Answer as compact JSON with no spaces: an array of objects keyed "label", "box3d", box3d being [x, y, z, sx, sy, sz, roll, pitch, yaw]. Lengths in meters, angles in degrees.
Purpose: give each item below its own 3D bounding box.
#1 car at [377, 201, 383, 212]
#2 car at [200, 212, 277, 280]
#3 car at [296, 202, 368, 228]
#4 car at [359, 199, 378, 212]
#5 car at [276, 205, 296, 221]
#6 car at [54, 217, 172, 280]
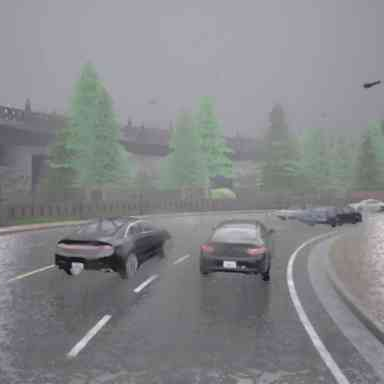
[{"label":"car","box3d":[22.873,1.667,35.455,4.718,1.301,1.895,0,0,-6]},{"label":"car","box3d":[1.500,1.545,10.075,1.812,1.442,4.674,0,0,15]},{"label":"car","box3d":[9.522,1.590,22.432,5.357,1.411,2.033,0,0,-41]},{"label":"car","box3d":[20.267,1.598,38.522,4.674,1.442,1.812,0,0,-9]},{"label":"car","box3d":[8.861,1.650,26.287,4.718,1.301,1.895,0,0,-38]},{"label":"car","box3d":[-2.066,1.512,10.115,2.128,1.511,4.902,0,0,14]}]
